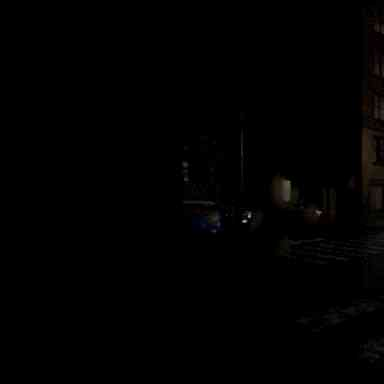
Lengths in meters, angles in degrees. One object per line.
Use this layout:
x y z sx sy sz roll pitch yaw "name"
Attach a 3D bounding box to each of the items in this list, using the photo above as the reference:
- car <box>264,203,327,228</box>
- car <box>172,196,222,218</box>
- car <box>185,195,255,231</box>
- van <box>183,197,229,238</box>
6.803 1.426 22.408 1.967 1.590 4.097 0 0 -35 "car"
0.391 1.295 31.554 2.192 1.841 5.009 0 0 -35 "car"
1.342 1.217 20.189 2.150 2.045 5.566 0 0 -33 "car"
-0.168 1.342 17.500 1.690 1.788 3.998 0 0 -35 "van"
